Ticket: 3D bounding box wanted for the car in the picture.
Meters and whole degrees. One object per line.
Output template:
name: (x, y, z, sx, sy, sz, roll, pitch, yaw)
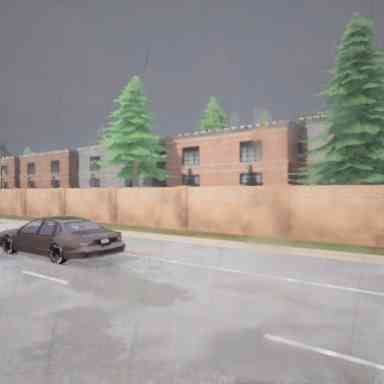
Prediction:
car: (-4.727, 1.552, 11.674, 5.357, 1.411, 2.033, 0, 0, 35)
